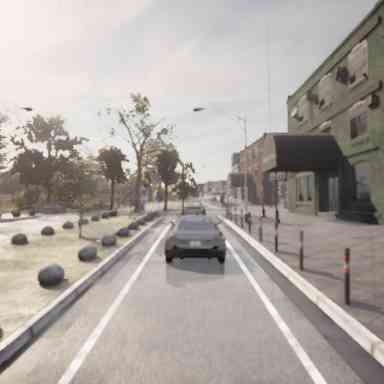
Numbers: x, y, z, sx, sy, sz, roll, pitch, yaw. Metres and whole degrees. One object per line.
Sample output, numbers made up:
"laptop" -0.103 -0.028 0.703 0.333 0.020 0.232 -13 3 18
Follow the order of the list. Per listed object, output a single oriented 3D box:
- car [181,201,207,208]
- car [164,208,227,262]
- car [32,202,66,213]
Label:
"car" 0.165 1.501 26.915 2.128 1.511 4.902 0 -1 1
"car" 0.103 1.498 11.897 1.994 1.385 4.181 0 0 0
"car" -19.161 2.045 44.541 4.181 1.385 1.994 1 -2 -38
